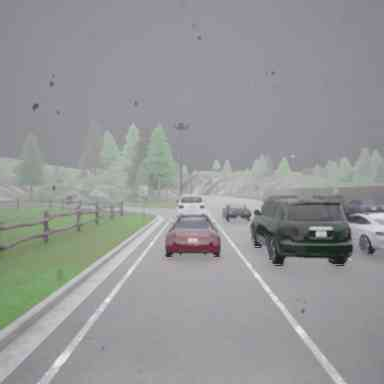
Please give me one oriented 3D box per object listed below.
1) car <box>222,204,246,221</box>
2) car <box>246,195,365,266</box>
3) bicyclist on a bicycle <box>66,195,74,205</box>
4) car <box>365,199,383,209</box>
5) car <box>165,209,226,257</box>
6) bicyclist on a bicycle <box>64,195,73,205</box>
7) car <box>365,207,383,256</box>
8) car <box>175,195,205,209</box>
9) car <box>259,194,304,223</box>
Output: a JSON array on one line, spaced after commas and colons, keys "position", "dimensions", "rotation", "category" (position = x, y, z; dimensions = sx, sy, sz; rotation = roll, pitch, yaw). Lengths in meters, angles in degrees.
[{"position": [3.539, 1.611, 27.260], "dimensions": [1.895, 1.301, 4.718], "rotation": [0, 0, 1], "category": "car"}, {"position": [3.538, 1.227, 11.732], "dimensions": [2.150, 2.045, 5.566], "rotation": [0, 0, 1], "category": "car"}, {"position": [-19.780, 1.321, 54.579], "dimensions": [0.582, 1.620, 1.656], "rotation": [0, 0, 8], "category": "bicyclist on a bicycle"}, {"position": [14.046, 1.361, 27.774], "dimensions": [2.097, 1.767, 4.553], "rotation": [0, 0, 1], "category": "car"}, {"position": [0.050, 1.569, 13.031], "dimensions": [1.994, 1.385, 4.181], "rotation": [0, 0, 0], "category": "car"}, {"position": [-20.267, 1.321, 54.644], "dimensions": [0.582, 1.620, 1.656], "rotation": [0, 0, 7], "category": "bicyclist on a bicycle"}, {"position": [7.051, 1.531, 13.092], "dimensions": [1.812, 1.442, 4.674], "rotation": [0, 0, 1], "category": "car"}, {"position": [-0.145, 1.233, 26.753], "dimensions": [2.150, 2.045, 5.566], "rotation": [0, 0, -3], "category": "car"}, {"position": [7.033, 1.233, 26.731], "dimensions": [2.150, 2.045, 5.566], "rotation": [0, 0, 0], "category": "car"}]
